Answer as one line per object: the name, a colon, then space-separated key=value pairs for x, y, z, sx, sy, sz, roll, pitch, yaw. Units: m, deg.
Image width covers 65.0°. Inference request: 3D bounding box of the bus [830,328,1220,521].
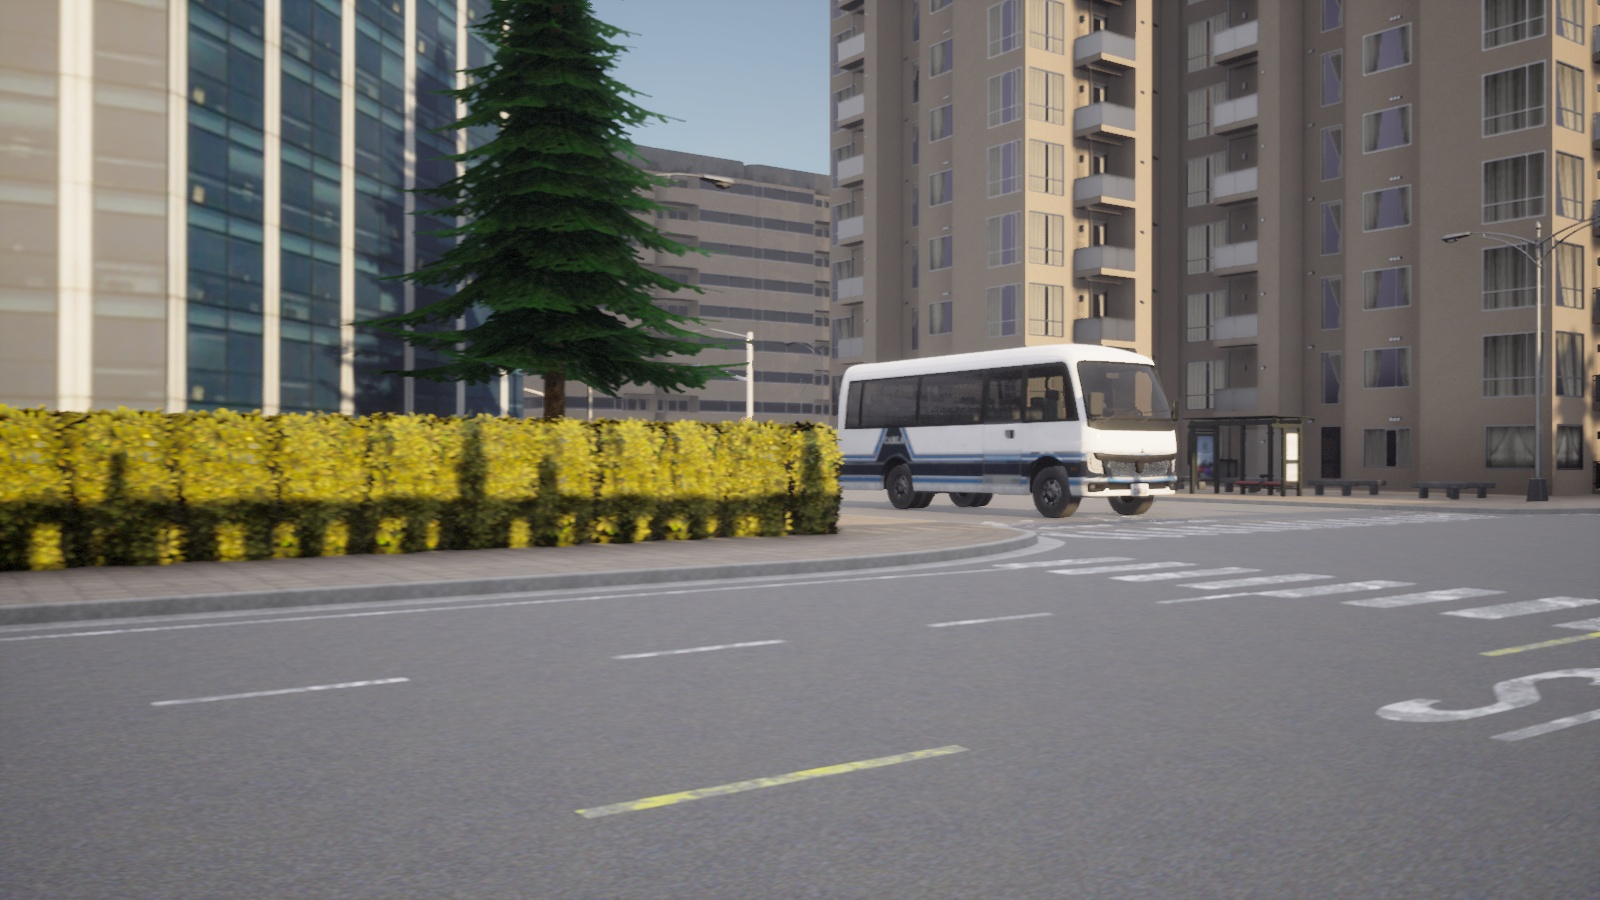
bus: x=5.426 y=-0.506 z=32.986 sx=3.944 sy=4.253 sz=10.273 roll=0 pitch=-1 yaw=-35
